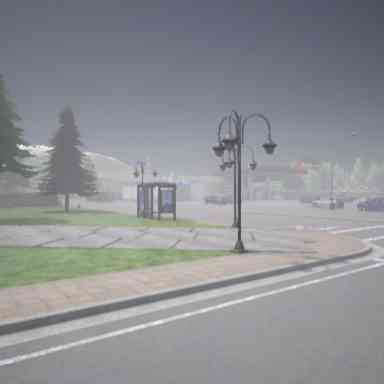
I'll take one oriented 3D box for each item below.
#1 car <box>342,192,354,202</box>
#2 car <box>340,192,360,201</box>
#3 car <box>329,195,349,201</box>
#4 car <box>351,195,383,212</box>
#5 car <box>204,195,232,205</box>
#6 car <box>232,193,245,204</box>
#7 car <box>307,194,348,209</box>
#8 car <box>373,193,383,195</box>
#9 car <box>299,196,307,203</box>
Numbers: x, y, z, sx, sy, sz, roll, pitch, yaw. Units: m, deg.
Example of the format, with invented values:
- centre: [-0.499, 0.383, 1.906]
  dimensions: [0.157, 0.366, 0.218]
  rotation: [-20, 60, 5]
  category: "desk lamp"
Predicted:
- centre: [28.723, 1.273, 63.981]
  dimensions: [2.007, 1.523, 4.514]
  rotation: [0, 0, -36]
  category: "car"
- centre: [37.382, 1.054, 78.951]
  dimensions: [1.905, 1.878, 3.866]
  rotation: [0, 0, -36]
  category: "car"
- centre: [34.321, 1.337, 77.517]
  dimensions: [1.970, 1.475, 3.806]
  rotation: [0, 0, -36]
  category: "car"
- centre: [19.069, 1.347, 34.527]
  dimensions: [1.845, 1.501, 3.633]
  rotation: [0, 0, -36]
  category: "car"
- centre: [3.940, 1.310, 55.715]
  dimensions: [2.007, 1.523, 4.514]
  rotation: [0, 0, -36]
  category: "car"
- centre: [6.463, 1.302, 57.579]
  dimensions: [2.152, 1.636, 5.027]
  rotation: [0, 0, -36]
  category: "car"
- centre: [17.185, 1.357, 42.299]
  dimensions: [1.970, 1.475, 3.806]
  rotation: [0, 0, -36]
  category: "car"
- centre: [39.276, 1.075, 70.637]
  dimensions: [1.932, 1.855, 4.605]
  rotation: [0, 0, -36]
  category: "car"
- centre: [20.564, 1.293, 58.212]
  dimensions: [1.845, 1.501, 3.633]
  rotation: [0, 0, -36]
  category: "car"
